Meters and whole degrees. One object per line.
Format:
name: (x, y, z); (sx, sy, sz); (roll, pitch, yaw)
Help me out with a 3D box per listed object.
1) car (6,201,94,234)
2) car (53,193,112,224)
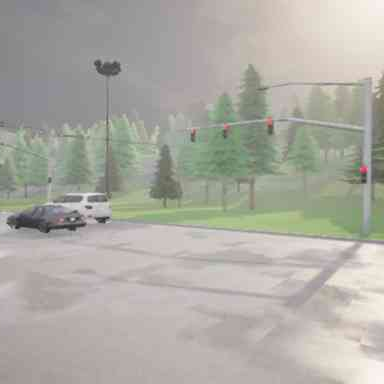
car: (-8.104, 1.427, 18.357); (5.357, 1.411, 2.033); (0, 0, 35)
car: (-7.854, 1.086, 22.473); (5.566, 2.045, 2.150); (0, 0, 35)
